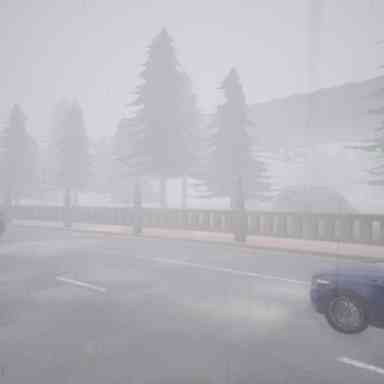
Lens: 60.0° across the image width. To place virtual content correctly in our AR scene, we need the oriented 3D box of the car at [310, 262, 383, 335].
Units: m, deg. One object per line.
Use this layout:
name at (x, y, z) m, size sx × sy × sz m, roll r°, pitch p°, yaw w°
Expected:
car at (4.203, 1.553, 4.985) m, size 4.674 × 1.442 × 1.812 m, roll -1°, pitch -1°, yaw 40°

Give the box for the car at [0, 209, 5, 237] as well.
car at (-11.566, 1.400, 16.424) m, size 5.566 × 2.045 × 2.150 m, roll 0°, pitch -1°, yaw 31°
